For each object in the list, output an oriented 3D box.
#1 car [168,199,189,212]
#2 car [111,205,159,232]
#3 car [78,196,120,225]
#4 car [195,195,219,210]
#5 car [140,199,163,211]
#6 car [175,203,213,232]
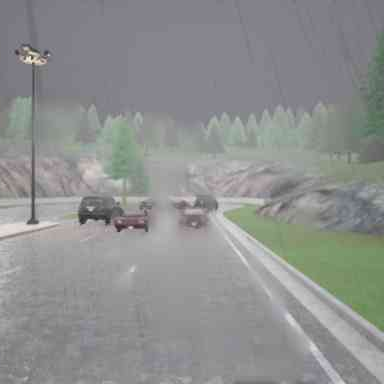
[{"bbox_3d":[-1.573,1.676,42.736,1.882,1.535,5.008,0,0,14],"label":"car"},{"bbox_3d":[-3.386,1.697,20.627,1.895,1.301,4.718,0,0,0],"label":"car"},{"bbox_3d":[-6.870,1.336,25.317,2.150,2.045,5.566,0,-1,0],"label":"car"},{"bbox_3d":[1.909,1.420,42.570,2.150,2.045,5.566,0,0,16],"label":"car"},{"bbox_3d":[-5.186,1.701,42.567,1.837,1.490,4.892,0,-1,13],"label":"car"},{"bbox_3d":[0.115,1.623,20.792,1.812,1.442,4.674,0,0,0],"label":"car"}]
